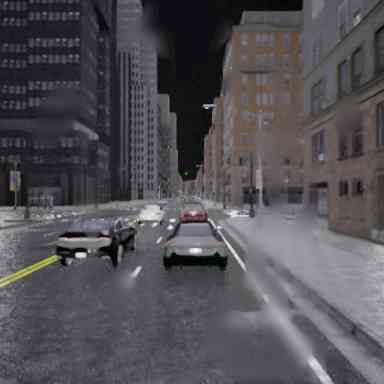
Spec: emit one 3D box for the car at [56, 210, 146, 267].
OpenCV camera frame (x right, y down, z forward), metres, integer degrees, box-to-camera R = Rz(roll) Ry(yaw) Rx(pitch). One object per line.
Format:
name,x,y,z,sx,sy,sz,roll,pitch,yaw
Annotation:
car,-3.147,1.598,11.846,2.128,1.511,4.902,0,-1,0

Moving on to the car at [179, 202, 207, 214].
car,0.103,1.583,25.700,2.097,1.767,4.553,0,0,0

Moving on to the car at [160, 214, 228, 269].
car,0.102,1.667,11.520,1.994,1.385,4.181,0,-1,0

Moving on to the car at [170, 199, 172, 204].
car,-6.484,2.373,89.633,2.033,1.411,5.357,0,-1,0

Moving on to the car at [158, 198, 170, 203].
car,-6.487,2.276,74.022,1.895,1.301,4.718,0,-1,0

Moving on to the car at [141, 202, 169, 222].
car,-3.134,1.766,26.716,1.812,1.442,4.674,0,-1,0
